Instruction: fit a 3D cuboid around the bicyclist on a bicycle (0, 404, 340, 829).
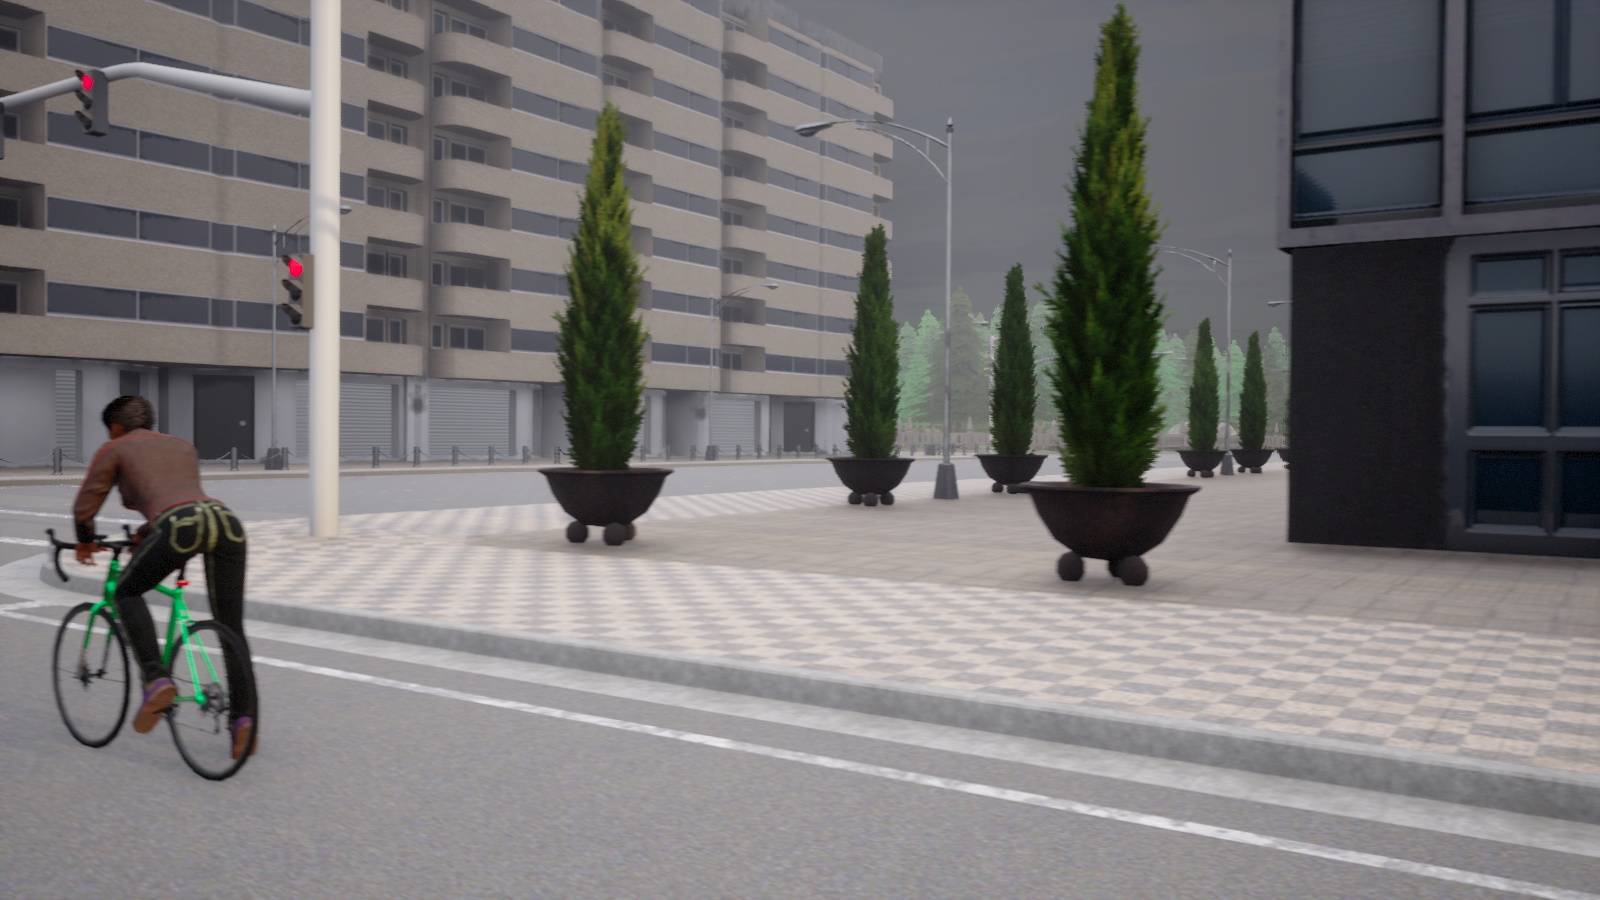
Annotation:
[{"bbox_3d":[-2.790,0.635,5.477,1.656,1.620,0.582,0,1,34],"label":"bicyclist on a bicycle"}]
